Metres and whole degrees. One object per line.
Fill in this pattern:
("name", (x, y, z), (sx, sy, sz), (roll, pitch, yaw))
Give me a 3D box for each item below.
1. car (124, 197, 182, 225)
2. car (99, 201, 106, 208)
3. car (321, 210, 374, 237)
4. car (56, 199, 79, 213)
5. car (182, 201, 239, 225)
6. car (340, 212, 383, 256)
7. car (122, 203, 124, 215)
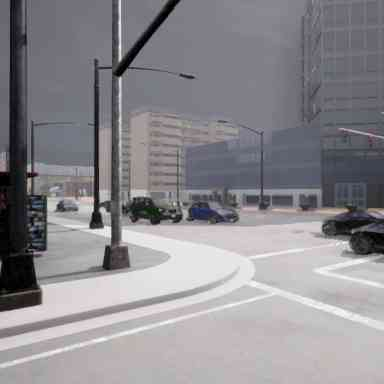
("car", (-2.936, 1.405, 26.101), (2.150, 2.045, 5.566), (0, -1, -36))
("car", (-15.873, 2.281, 62.131), (1.994, 1.385, 4.181), (0, -1, -36))
("car", (8.628, 1.609, 16.442), (1.994, 1.385, 4.181), (0, 0, -40))
("car", (-17.200, 1.887, 45.860), (2.097, 1.767, 4.553), (0, -1, -36))
("car", (1.562, 1.503, 25.864), (2.097, 1.767, 4.553), (0, -1, -36))
("car", (7.587, 1.588, 11.223), (1.994, 1.385, 4.181), (0, 0, -33))
("car", (-7.467, 1.926, 38.313), (1.994, 1.385, 4.181), (0, -1, -36))
